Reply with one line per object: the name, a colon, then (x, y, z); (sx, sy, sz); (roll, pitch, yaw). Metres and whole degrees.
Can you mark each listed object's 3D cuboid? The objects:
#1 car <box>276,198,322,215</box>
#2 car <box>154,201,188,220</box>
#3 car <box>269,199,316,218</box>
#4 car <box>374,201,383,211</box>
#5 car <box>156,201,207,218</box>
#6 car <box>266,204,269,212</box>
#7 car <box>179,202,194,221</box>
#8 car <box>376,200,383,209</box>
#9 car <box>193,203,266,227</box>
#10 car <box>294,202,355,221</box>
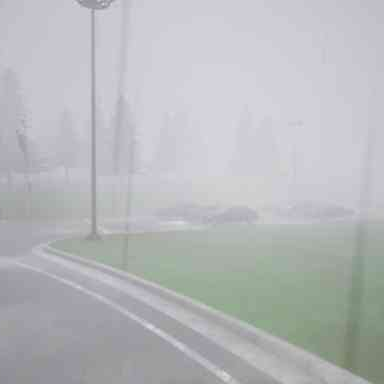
car: (11.572, 1.523, 36.009); (4.553, 1.767, 2.097); (0, 0, -24)
car: (-0.998, 1.716, 30.482); (4.902, 1.511, 2.128); (0, 0, -24)
car: (10.074, 1.503, 31.529); (4.553, 1.767, 2.097); (0, 0, -24)
car: (25.316, 1.465, 42.027); (4.553, 1.767, 2.097); (0, 0, -23)
car: (-1.031, 1.756, 34.286); (4.892, 1.490, 1.837); (0, 0, -24)
car: (10.292, 1.752, 39.259); (5.357, 1.411, 2.033); (0, 0, -24)
car: (1.466, 1.751, 27.741); (4.181, 1.385, 1.994); (0, 0, -24)
car: (28.597, 1.729, 47.246); (4.718, 1.301, 1.895); (0, 0, -23)
car: (2.792, 1.680, 24.503); (4.674, 1.442, 1.812); (0, 0, -24)
car: (11.418, 1.720, 28.298); (4.718, 1.301, 1.895); (0, 0, -24)
